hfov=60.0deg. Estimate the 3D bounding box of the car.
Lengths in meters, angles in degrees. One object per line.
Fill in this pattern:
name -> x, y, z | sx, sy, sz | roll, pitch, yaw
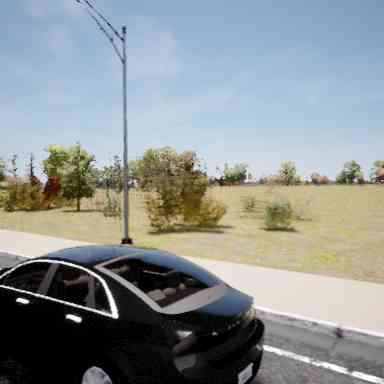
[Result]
car -> -1.456, 1.504, 4.611 | 4.892, 1.490, 1.837 | 0, 0, 36
